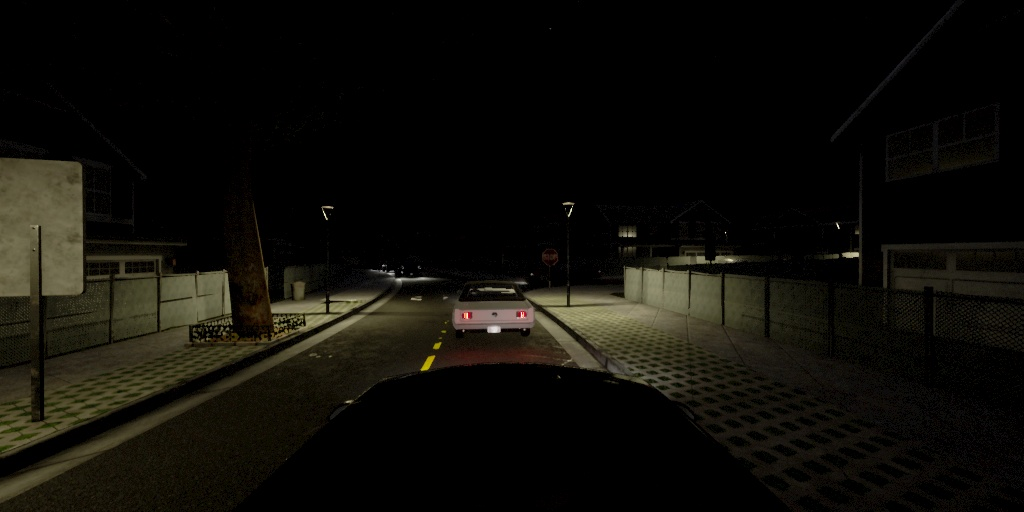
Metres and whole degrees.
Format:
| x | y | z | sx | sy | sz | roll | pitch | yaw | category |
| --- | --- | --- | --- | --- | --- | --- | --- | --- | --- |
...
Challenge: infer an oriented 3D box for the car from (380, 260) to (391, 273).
| x | y | z | sx | sy | sz | roll | pitch | yaw | category |
| --- | --- | --- | --- | --- | --- | --- | --- | --- | --- |
| -14.773 | 1.225 | 44.261 | 1.837 | 1.490 | 4.892 | 0 | 0 | -29 | car |

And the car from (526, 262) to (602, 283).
| x | y | z | sx | sy | sz | roll | pitch | yaw | category |
| --- | --- | --- | --- | --- | --- | --- | --- | --- | --- |
| 3.779 | 1.159 | 26.105 | 5.357 | 1.411 | 2.033 | -1 | 0 | -7 | car |

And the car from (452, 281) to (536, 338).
| x | y | z | sx | sy | sz | roll | pitch | yaw | category |
| --- | --- | --- | --- | --- | --- | --- | --- | --- | --- |
| -0.617 | 1.347 | 10.194 | 1.895 | 1.301 | 4.718 | 0 | 0 | -6 | car |

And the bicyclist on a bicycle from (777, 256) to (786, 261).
| x | y | z | sx | sy | sz | roll | pitch | yaw | category |
| --- | --- | --- | --- | --- | --- | --- | --- | --- | --- |
| 16.596 | 0.799 | 22.060 | 0.582 | 1.620 | 1.656 | -1 | 0 | -9 | bicyclist on a bicycle |

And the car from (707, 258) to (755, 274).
| x | y | z | sx | sy | sz | roll | pitch | yaw | category |
| --- | --- | --- | --- | --- | --- | --- | --- | --- | --- |
| 17.209 | 0.932 | 28.150 | 4.902 | 1.511 | 2.128 | -1 | 0 | -9 | car |

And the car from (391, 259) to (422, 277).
| x | y | z | sx | sy | sz | roll | pitch | yaw | category |
| --- | --- | --- | --- | --- | --- | --- | --- | --- | --- |
| -10.159 | 1.075 | 34.980 | 2.097 | 1.767 | 4.553 | 0 | 0 | -24 | car |

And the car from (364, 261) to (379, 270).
| x | y | z | sx | sy | sz | roll | pitch | yaw | category |
| --- | --- | --- | --- | --- | --- | --- | --- | --- | --- |
| -20.160 | 1.327 | 52.525 | 1.895 | 1.301 | 4.718 | 0 | 0 | -36 | car |

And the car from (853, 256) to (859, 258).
| x | y | z | sx | sy | sz | roll | pitch | yaw | category |
| --- | --- | --- | --- | --- | --- | --- | --- | --- | --- |
| 30.012 | 0.744 | 30.550 | 5.008 | 1.535 | 1.882 | -1 | 1 | -12 | car |
